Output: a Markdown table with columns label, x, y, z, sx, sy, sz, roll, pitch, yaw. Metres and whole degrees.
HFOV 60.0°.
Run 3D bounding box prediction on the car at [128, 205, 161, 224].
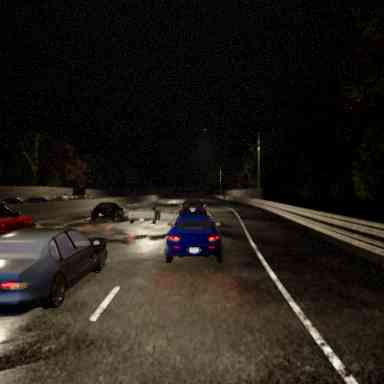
| label | x | y | z | sx | sy | sz | roll | pitch | yaw |
| --- | --- | --- | --- | --- | --- | --- | --- | --- | --- |
| car | -3.445 | 1.613 | 25.047 | 1.895 | 1.301 | 4.718 | 0 | 0 | 0 |

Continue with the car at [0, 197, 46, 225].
| label | x | y | z | sx | sy | sz | roll | pitch | yaw |
| --- | --- | --- | --- | --- | --- | --- | --- | --- | --- |
| car | -6.938 | 1.226 | 10.332 | 2.150 | 2.045 | 5.566 | 0 | 0 | 0 |

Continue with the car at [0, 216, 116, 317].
| label | x | y | z | sx | sy | sz | roll | pitch | yaw |
| --- | --- | --- | --- | --- | --- | --- | --- | --- | --- |
| car | -3.457 | 1.549 | 7.782 | 2.033 | 1.411 | 5.357 | 0 | 0 | 0 |

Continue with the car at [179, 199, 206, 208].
| label | x | y | z | sx | sy | sz | roll | pitch | yaw |
| --- | --- | --- | --- | --- | --- | --- | --- | --- | --- |
| car | 0.063 | 1.364 | 26.203 | 2.097 | 1.767 | 4.553 | 0 | 0 | 0 |

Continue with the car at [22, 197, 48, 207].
| label | x | y | z | sx | sy | sz | roll | pitch | yaw |
| --- | --- | --- | --- | --- | --- | --- | --- | --- | --- |
| car | -24.563 | 1.547 | 52.183 | 1.837 | 1.490 | 4.892 | 0 | 0 | 0 |

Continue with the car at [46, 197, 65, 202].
| label | x | y | z | sx | sy | sz | roll | pitch | yaw |
| --- | --- | --- | --- | --- | --- | --- | --- | --- | --- |
| car | -21.065 | 1.535 | 52.460 | 2.128 | 1.511 | 4.902 | 0 | 0 | 1 |

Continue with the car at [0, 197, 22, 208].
| label | x | y | z | sx | sy | sz | roll | pitch | yaw |
| --- | --- | --- | --- | --- | --- | --- | --- | --- | --- |
| car | -28.063 | 1.567 | 50.872 | 1.812 | 1.442 | 4.674 | 0 | 0 | 0 |

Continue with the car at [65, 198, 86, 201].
| label | x | y | z | sx | sy | sz | roll | pitch | yaw |
| --- | --- | --- | --- | --- | --- | --- | --- | --- | --- |
| car | -17.566 | 1.592 | 52.285 | 2.033 | 1.411 | 5.357 | 0 | 0 | 1 |

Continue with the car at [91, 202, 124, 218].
| label | x | y | z | sx | sy | sz | roll | pitch | yaw |
| --- | --- | --- | --- | --- | --- | --- | --- | --- | --- |
| car | -6.931 | 1.539 | 27.487 | 1.812 | 1.442 | 4.674 | 0 | 0 | 0 |

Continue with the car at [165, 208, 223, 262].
| label | x | y | z | sx | sy | sz | roll | pitch | yaw |
| --- | --- | --- | --- | --- | --- | --- | --- | --- | --- |
| car | 0.071 | 1.530 | 12.006 | 1.812 | 1.442 | 4.674 | 0 | 0 | 0 |
